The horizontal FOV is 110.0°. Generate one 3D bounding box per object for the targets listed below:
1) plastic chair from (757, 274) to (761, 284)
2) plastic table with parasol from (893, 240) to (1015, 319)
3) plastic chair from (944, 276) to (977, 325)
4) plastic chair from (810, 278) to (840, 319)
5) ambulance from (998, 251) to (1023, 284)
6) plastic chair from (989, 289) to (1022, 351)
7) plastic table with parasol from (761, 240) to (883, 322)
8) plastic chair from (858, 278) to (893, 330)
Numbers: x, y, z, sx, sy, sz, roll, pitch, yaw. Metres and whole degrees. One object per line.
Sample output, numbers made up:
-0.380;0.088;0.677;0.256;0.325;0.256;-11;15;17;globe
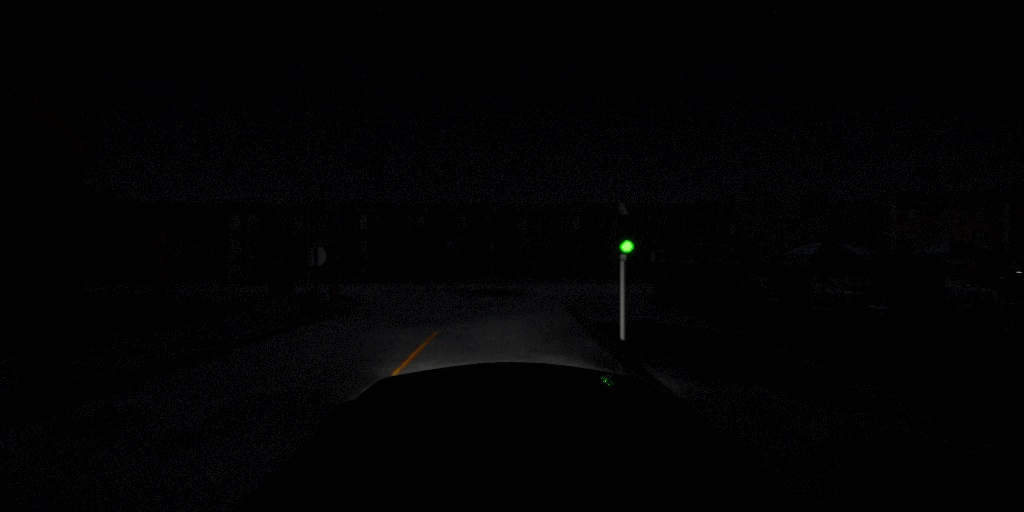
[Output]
8.940;1.364;12.181;0.750;1.272;0.730;0;0;-40;plastic chair
14.174;0.724;11.589;2.482;2.480;2.482;0;0;-40;plastic table with parasol
13.200;1.333;10.688;0.730;1.272;0.750;0;0;-35;plastic chair
8.710;1.360;10.248;0.730;1.272;0.750;0;0;-35;plastic chair
37.691;0.839;25.247;6.366;2.431;2.351;0;0;0;ambulance
9.939;1.333;6.951;0.750;1.272;0.730;0;0;-40;plastic chair
9.684;0.758;11.150;2.482;2.480;2.482;0;0;-40;plastic table with parasol
10.417;1.359;10.152;0.750;1.272;0.730;0;0;-40;plastic chair
